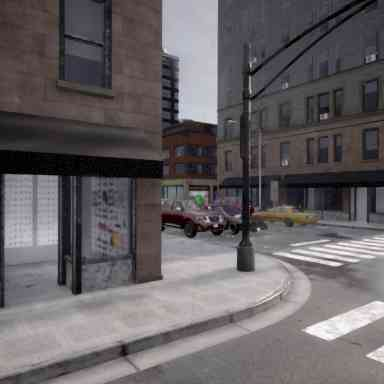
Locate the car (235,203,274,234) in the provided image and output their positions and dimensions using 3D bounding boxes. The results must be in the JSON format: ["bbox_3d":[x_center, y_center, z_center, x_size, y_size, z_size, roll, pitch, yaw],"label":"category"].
[{"bbox_3d":[1.795,1.529,19.245,2.033,1.411,5.357,0,0,-38],"label":"car"}]

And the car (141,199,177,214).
[{"bbox_3d":[-3.682,1.531,36.427,1.887,1.381,4.507,0,0,-36],"label":"car"}]

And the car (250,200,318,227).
[{"bbox_3d":[6.115,1.530,22.697,1.752,1.417,4.829,0,0,-36],"label":"car"}]

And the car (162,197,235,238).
[{"bbox_3d":[-0.323,1.286,17.905,2.192,1.841,5.009,0,0,-36],"label":"car"}]

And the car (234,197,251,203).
[{"bbox_3d":[2.916,1.314,27.182,2.192,1.841,5.009,0,0,-36],"label":"car"}]
